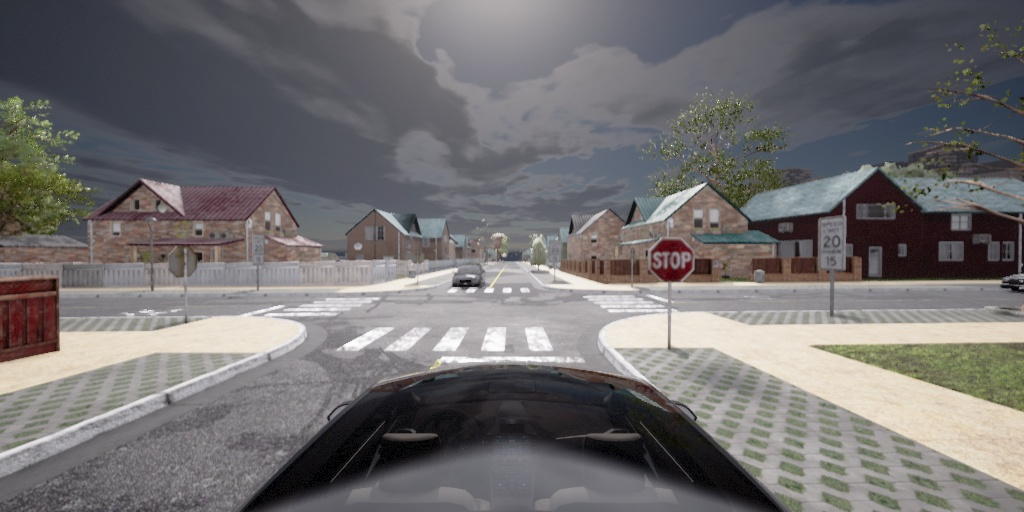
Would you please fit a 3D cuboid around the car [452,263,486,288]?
[{"bbox_3d":[-2.743,1.285,23.529,1.837,1.490,4.892,0,2,0],"label":"car"}]

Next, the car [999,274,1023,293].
[{"bbox_3d":[26.795,1.117,17.009,5.357,1.411,2.033,0,1,-2],"label":"car"}]
